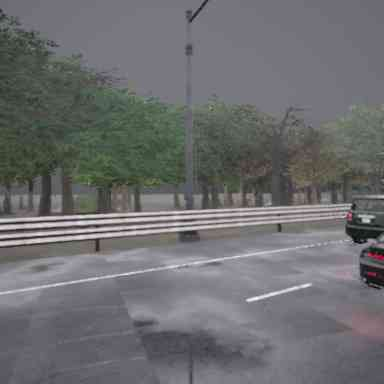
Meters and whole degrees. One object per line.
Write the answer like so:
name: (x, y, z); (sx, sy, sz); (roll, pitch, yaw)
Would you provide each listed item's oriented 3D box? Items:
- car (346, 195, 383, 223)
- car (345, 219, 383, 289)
car: (8.744, 1.153, 13.919); (5.566, 2.045, 2.150); (0, 0, -34)
car: (5.835, 1.464, 7.743); (4.892, 1.490, 1.837); (0, 0, -34)
